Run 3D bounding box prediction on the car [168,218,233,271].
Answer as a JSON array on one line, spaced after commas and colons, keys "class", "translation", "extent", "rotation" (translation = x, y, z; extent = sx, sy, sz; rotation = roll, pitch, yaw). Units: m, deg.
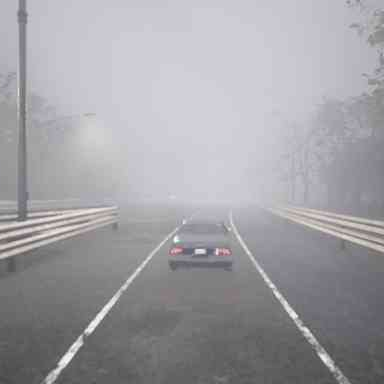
[{"class": "car", "translation": [0.348, 1.547, 10.911], "extent": [2.033, 1.411, 5.357], "rotation": [0, 0, 3]}]
